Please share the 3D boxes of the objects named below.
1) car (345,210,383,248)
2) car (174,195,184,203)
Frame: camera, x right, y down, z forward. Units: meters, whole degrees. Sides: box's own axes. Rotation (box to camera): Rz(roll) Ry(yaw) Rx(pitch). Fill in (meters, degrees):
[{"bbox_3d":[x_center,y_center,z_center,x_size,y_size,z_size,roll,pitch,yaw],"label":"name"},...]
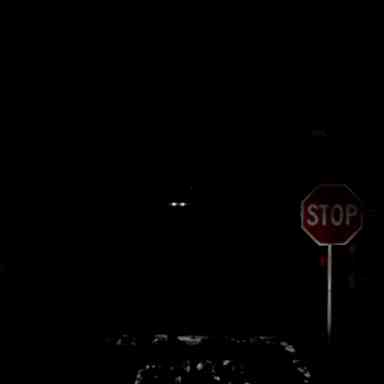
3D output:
[{"bbox_3d":[7.553,1.473,13.796,4.674,1.442,1.812,0,1,0],"label":"car"},{"bbox_3d":[-2.553,1.365,65.695,1.882,1.535,5.008,0,0,0],"label":"car"}]
